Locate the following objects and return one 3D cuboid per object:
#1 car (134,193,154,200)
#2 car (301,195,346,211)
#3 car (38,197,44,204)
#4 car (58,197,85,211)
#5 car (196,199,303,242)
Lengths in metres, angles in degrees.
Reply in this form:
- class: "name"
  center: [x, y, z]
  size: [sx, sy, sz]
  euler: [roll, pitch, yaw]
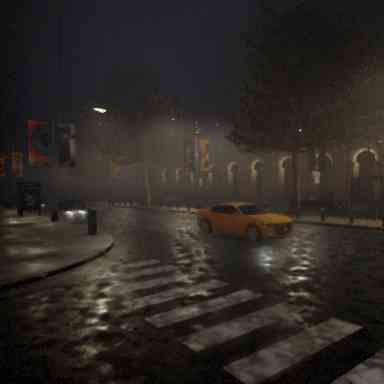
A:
- class: "car"
  center: [-9.067, 0.863, 61.921]
  size: [1.895, 1.301, 4.718]
  euler: [-2, 1, -36]
- class: "car"
  center: [10.779, 0.955, 29.156]
  size: [1.895, 1.301, 4.718]
  euler: [-2, 1, -36]
- class: "car"
  center: [-24.955, 1.270, 52.754]
  size: [1.812, 1.442, 4.674]
  euler: [-2, 1, -36]
- class: "car"
  center: [-13.183, 1.293, 36.347]
  size: [1.994, 1.385, 4.181]
  euler: [-2, 1, -36]
- class: "car"
  center: [2.209, 1.212, 15.102]
  size: [1.882, 1.535, 5.008]
  euler: [-2, 1, -36]
